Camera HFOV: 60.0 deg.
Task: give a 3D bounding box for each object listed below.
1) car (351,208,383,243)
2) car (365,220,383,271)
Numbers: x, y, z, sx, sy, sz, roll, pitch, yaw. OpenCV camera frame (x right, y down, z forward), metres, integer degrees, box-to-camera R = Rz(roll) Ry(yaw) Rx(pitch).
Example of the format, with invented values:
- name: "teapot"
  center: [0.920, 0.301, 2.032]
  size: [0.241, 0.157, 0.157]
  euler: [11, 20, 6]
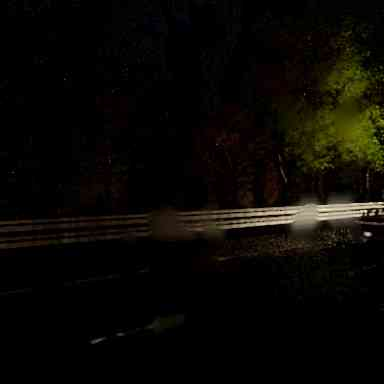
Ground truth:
- name: "car"
  center: [8.869, 1.431, 14.498]
  size: [4.902, 1.511, 2.128]
  euler: [0, 0, -36]
- name: "car"
  center: [7.088, 1.504, 8.899]
  size: [5.357, 1.411, 2.033]
  euler: [0, 0, -35]
